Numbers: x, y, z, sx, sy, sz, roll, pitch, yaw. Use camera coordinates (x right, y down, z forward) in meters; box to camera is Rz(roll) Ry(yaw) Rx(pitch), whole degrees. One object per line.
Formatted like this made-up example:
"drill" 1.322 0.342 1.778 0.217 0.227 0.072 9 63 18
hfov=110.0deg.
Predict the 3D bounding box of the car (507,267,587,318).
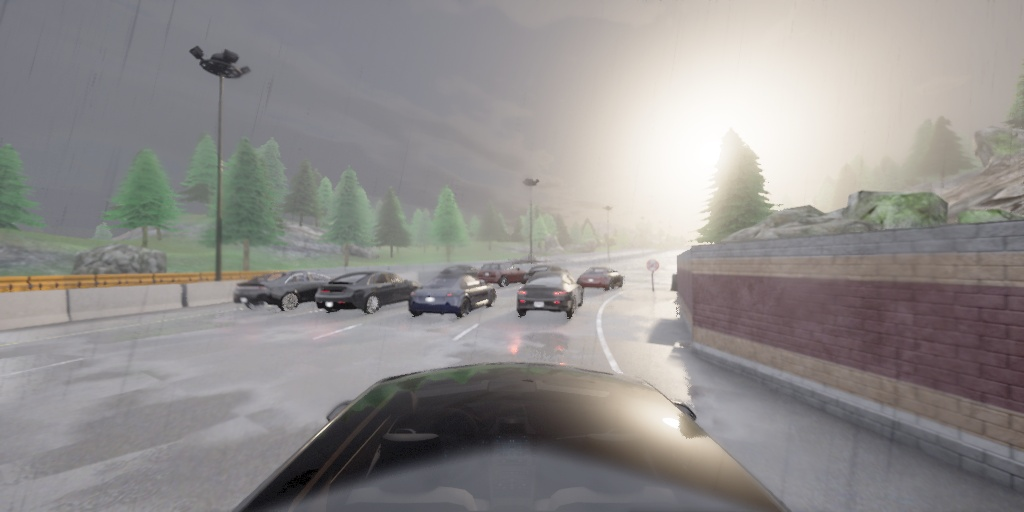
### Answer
"car" 1.471 1.296 12.976 1.812 1.442 4.674 -1 -1 17

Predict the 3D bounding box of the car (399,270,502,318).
"car" -2.061 1.373 13.374 1.994 1.385 4.181 -1 0 16

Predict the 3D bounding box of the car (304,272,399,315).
"car" -5.434 1.356 14.298 1.837 1.490 4.892 -1 0 16

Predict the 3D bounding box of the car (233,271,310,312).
"car" -8.848 1.381 15.077 2.128 1.511 4.902 -1 0 16

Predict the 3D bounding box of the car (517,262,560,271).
"car" 2.514 1.367 24.144 1.837 1.490 4.892 -1 0 31

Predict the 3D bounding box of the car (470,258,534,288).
"car" -0.593 1.258 25.761 2.097 1.767 4.553 -1 0 31

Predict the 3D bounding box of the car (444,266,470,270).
"car" -3.624 1.463 27.511 1.837 1.490 4.892 -1 0 31

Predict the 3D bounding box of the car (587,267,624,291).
"car" 5.606 1.376 22.496 1.994 1.385 4.181 -1 0 31
